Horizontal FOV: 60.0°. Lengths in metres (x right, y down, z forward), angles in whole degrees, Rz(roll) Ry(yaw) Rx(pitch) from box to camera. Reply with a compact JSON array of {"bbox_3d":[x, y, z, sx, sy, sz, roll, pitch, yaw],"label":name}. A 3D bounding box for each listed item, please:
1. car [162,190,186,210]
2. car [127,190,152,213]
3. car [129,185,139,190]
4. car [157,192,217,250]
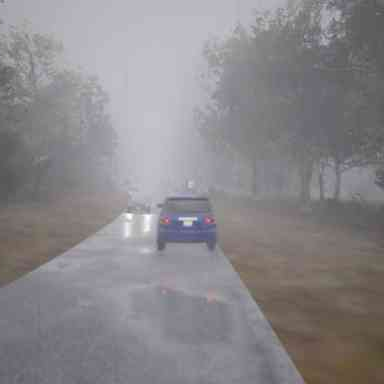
[{"bbox_3d":[-1.808,0.736,31.650,1.882,1.535,5.008,1,2,-7],"label":"car"},{"bbox_3d":[-4.318,0.874,27.643,1.812,1.442,4.674,1,2,-6],"label":"car"},{"bbox_3d":[-11.886,-0.757,68.415,1.837,1.490,4.892,2,1,-15],"label":"car"},{"bbox_3d":[-0.276,1.084,13.805,2.150,2.045,5.566,0,1,-3],"label":"car"}]
